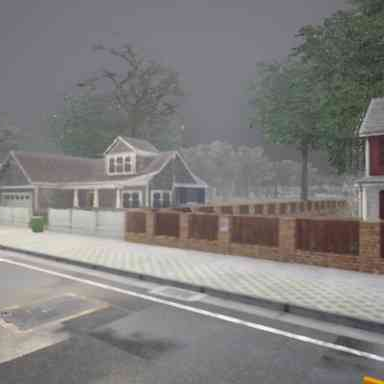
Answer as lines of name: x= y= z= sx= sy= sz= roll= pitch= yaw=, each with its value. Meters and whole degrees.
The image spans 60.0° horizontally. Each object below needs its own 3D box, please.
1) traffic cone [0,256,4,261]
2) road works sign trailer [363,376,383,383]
traffic cone: x=-6.660 y=2.067 z=11.363 sx=0.340 sy=0.580 sz=0.340 roll=0 pitch=-1 yaw=37
road works sign trailer: x=2.782 y=0.503 z=2.312 sx=2.880 sy=3.560 sz=2.380 roll=0 pitch=-1 yaw=37
